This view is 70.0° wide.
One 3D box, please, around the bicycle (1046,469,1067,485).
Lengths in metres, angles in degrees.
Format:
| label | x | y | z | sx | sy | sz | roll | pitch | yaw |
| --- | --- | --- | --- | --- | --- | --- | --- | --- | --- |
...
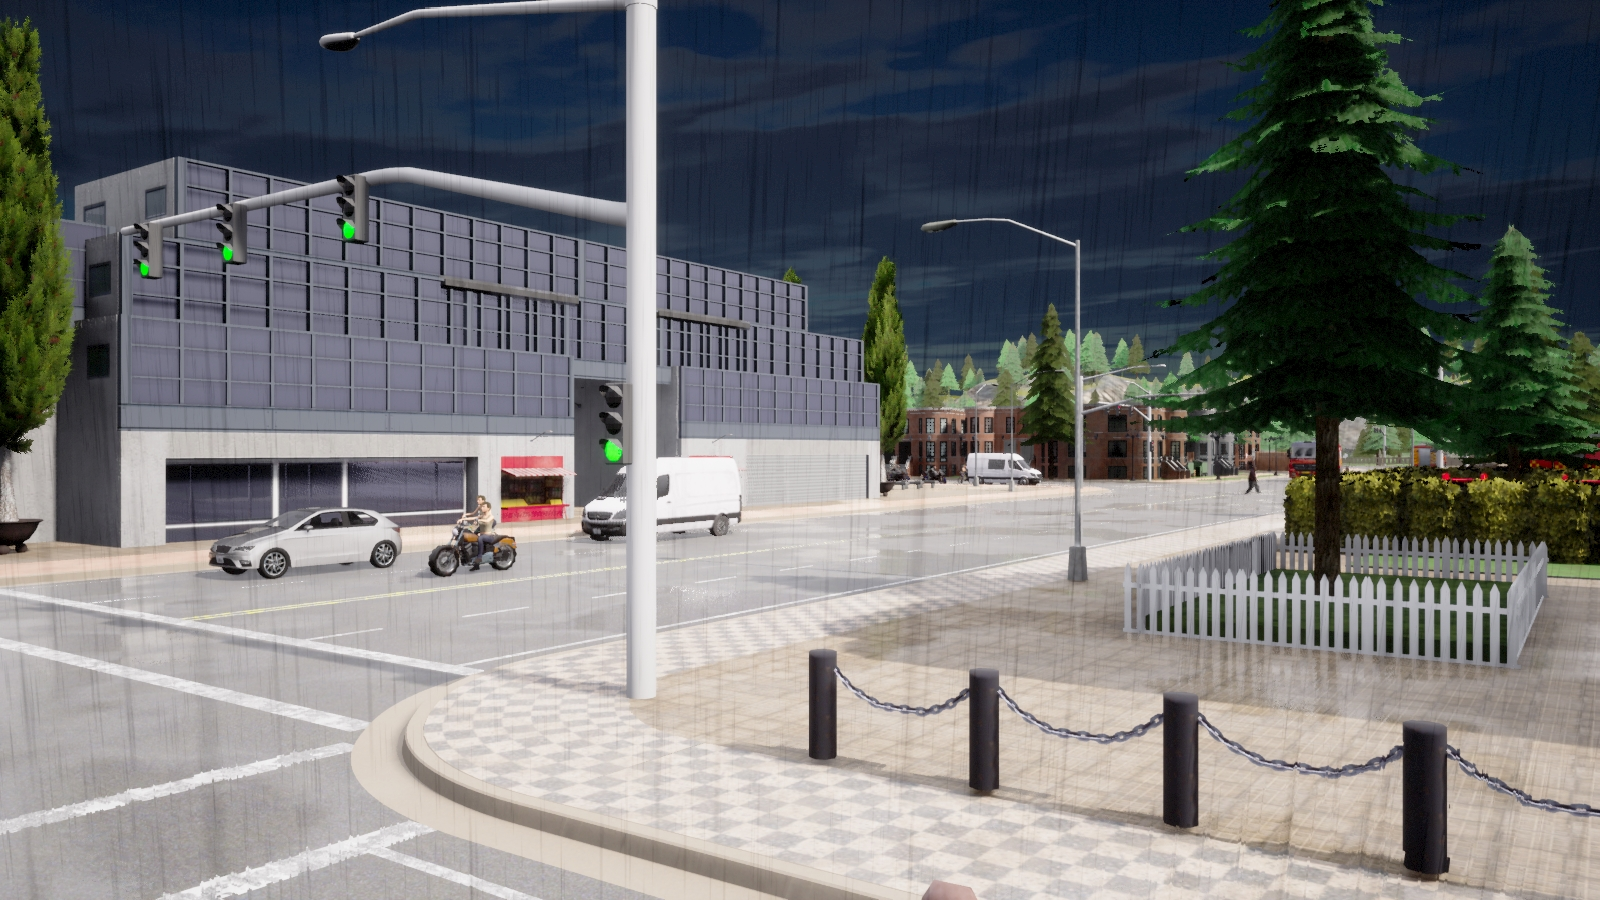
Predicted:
| label | x | y | z | sx | sy | sz | roll | pitch | yaw |
| --- | --- | --- | --- | --- | --- | --- | --- | --- | --- |
| bicycle | 20.609 | 2.158 | 91.819 | 1.487 | 1.276 | 0.859 | 0 | 0 | 36 |

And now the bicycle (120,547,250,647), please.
| label | x | y | z | sx | sy | sz | roll | pitch | yaw |
| --- | --- | --- | --- | --- | --- | --- | --- | --- | --- |
| bicycle | -9.155 | 2.158 | 17.043 | 0.859 | 1.276 | 1.487 | 0 | 0 | 36 |

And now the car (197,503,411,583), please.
| label | x | y | z | sx | sy | sz | roll | pitch | yaw |
| --- | --- | --- | --- | --- | --- | --- | --- | --- | --- |
| car | -11.323 | 2.066 | 26.349 | 1.816 | 1.474 | 4.193 | 0 | 0 | 35 |

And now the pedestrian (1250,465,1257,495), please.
| label | x | y | z | sx | sy | sz | roll | pitch | yaw |
| --- | --- | --- | --- | --- | --- | --- | --- | --- | --- |
| pedestrian | 28.273 | 1.848 | 71.208 | 0.375 | 1.860 | 0.375 | 0 | 0 | 31 |

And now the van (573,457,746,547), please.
| label | x | y | z | sx | sy | sz | roll | pitch | yaw |
| --- | --- | --- | --- | --- | --- | --- | --- | --- | --- |
| van | -4.334 | 1.534 | 36.266 | 1.988 | 2.561 | 5.915 | 0 | 0 | 35 |

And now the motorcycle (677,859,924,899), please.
| label | x | y | z | sx | sy | sz | roll | pitch | yaw |
| --- | --- | --- | --- | --- | --- | --- | --- | --- | --- |
| motorcycle | 0.509 | 2.205 | 3.428 | 2.209 | 1.251 | 0.867 | 0 | 0 | 35 |
